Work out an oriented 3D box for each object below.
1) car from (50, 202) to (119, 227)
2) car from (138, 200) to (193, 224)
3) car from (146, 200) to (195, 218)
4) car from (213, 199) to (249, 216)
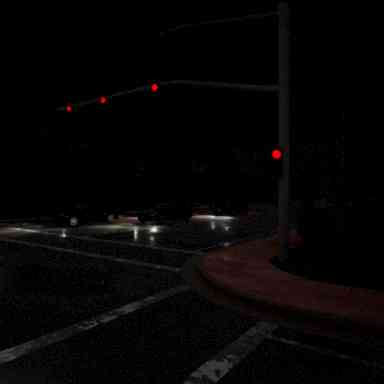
[{"bbox_3d":[-7.425,1.477,23.305,1.882,1.535,5.008,0,0,36],"label":"car"},{"bbox_3d":[-1.909,1.478,24.996,1.882,1.535,5.008,0,0,36],"label":"car"},{"bbox_3d":[-1.893,1.505,31.020,1.837,1.490,4.892,0,0,36],"label":"car"},{"bbox_3d":[3.951,1.505,33.134,1.837,1.490,4.892,0,0,36],"label":"car"}]
